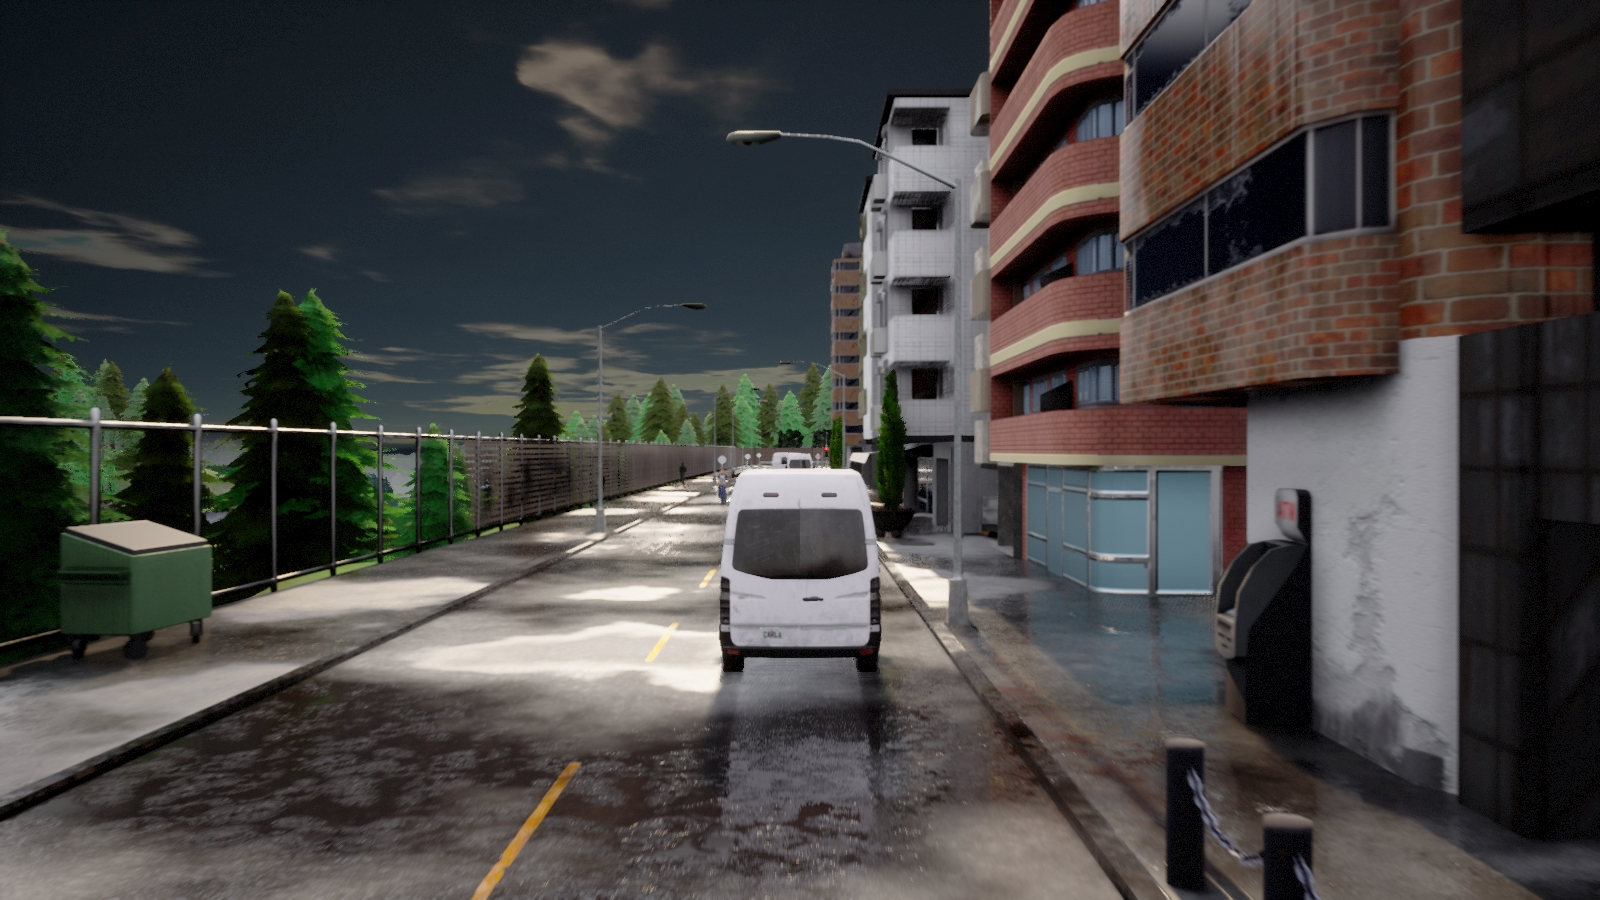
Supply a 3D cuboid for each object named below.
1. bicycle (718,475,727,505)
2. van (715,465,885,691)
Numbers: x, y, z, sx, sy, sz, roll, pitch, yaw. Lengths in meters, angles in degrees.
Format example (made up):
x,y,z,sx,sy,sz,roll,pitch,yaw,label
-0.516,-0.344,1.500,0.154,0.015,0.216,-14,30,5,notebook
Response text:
x,y,z,sx,sy,sz,roll,pitch,yaw,label
-3.998,2.056,58.908,0.373,1.496,1.643,0,0,0,bicycle
-0.004,1.534,16.297,1.988,2.561,5.915,0,0,0,van
